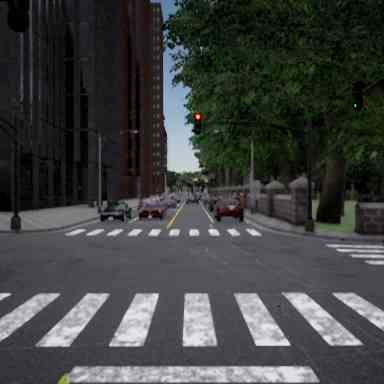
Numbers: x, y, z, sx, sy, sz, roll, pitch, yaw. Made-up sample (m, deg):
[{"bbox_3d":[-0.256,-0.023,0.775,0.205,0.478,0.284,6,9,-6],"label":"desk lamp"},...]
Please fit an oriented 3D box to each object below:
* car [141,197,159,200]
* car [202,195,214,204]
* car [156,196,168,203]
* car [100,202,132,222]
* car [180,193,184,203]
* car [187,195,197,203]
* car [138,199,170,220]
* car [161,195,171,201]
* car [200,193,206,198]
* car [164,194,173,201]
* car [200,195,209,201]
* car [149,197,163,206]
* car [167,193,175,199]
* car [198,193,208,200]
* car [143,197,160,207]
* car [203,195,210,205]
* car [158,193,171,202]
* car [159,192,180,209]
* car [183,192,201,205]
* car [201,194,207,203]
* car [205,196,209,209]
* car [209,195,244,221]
[{"bbox_3d":[-5.738,1.414,42.035,2.008,1.369,4.403,0,0,0],"label":"car"},{"bbox_3d":[2.796,1.258,58.407,1.967,1.590,4.097,0,0,0],"label":"car"},{"bbox_3d":[-5.726,1.385,63.864,1.802,1.307,4.206,0,0,0],"label":"car"},{"bbox_3d":[-5.748,1.476,25.664,1.947,1.339,4.313,0,0,0],"label":"car"},{"bbox_3d":[-2.965,1.377,60.380,1.837,1.490,4.892,0,0,0],"label":"car"},{"bbox_3d":[0.038,1.360,66.205,1.994,1.385,4.181,0,0,0],"label":"car"},{"bbox_3d":[-3.085,1.507,26.770,1.895,1.301,4.718,0,0,0],"label":"car"},{"bbox_3d":[-5.720,1.319,74.777,1.887,1.381,4.507,0,0,0],"label":"car"},{"bbox_3d":[2.793,1.273,52.951,1.967,1.590,4.097,0,0,0],"label":"car"},{"bbox_3d":[-5.717,1.306,80.235,1.887,1.381,4.507,0,0,0],"label":"car"},{"bbox_3d":[2.805,1.299,74.947,1.752,1.417,4.829,0,0,0],"label":"car"},{"bbox_3d":[-5.732,1.415,52.949,1.802,1.307,4.206,0,0,0],"label":"car"},{"bbox_3d":[-5.711,1.177,91.148,1.967,1.590,4.097,0,0,0],"label":"car"},{"bbox_3d":[2.811,1.064,85.689,2.192,1.841,5.009,0,0,0],"label":"car"},{"bbox_3d":[-5.735,1.430,47.492,1.802,1.307,4.206,0,0,0],"label":"car"},{"bbox_3d":[2.787,1.414,42.038,2.008,1.369,4.403,0,0,0],"label":"car"},{"bbox_3d":[-5.723,1.103,69.320,2.192,1.841,5.009,0,0,0],"label":"car"},{"bbox_3d":[-3.068,1.213,42.470,2.097,1.767,4.553,0,0,0],"label":"car"},{"bbox_3d":[0.087,1.177,55.941,2.097,1.767,4.553,0,0,0],"label":"car"},{"bbox_3d":[2.790,1.399,47.495,2.008,1.369,4.403,0,0,0],"label":"car"},{"bbox_3d":[2.784,1.445,36.581,1.947,1.339,4.313,0,0,0],"label":"car"},{"bbox_3d":[2.778,1.225,25.668,2.192,1.841,5.009,0,0,0],"label":"car"}]
